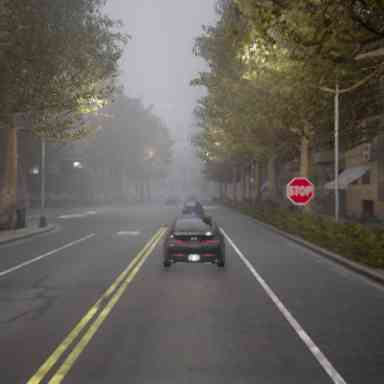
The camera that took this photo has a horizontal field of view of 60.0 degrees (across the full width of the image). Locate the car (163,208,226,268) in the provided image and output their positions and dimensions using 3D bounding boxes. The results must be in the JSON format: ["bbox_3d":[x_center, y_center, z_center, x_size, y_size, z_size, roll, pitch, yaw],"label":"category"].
[{"bbox_3d":[0.072,1.515,11.331,1.837,1.490,4.892,0,0,0],"label":"car"}]

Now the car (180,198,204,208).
[{"bbox_3d":[0.094,1.554,29.770,1.812,1.442,4.674,0,0,0],"label":"car"}]

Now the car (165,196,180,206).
[{"bbox_3d":[-3.527,1.532,57.593,1.882,1.535,5.008,0,0,1],"label":"car"}]

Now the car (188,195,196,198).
[{"bbox_3d":[0.017,1.443,78.335,1.812,1.442,4.674,0,0,5],"label":"car"}]
